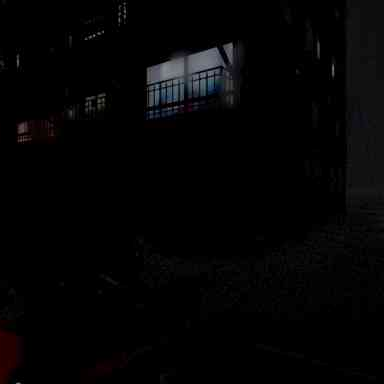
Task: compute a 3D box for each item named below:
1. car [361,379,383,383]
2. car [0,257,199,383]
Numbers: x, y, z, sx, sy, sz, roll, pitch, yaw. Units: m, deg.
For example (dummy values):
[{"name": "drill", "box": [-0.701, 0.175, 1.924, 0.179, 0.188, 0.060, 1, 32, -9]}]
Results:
[{"name": "car", "box": [2.555, 1.566, 1.052, 4.313, 1.339, 1.947, 0, 0, 36]}, {"name": "car", "box": [-2.032, 1.545, 4.327, 4.507, 1.381, 1.887, 0, 0, 36]}]
